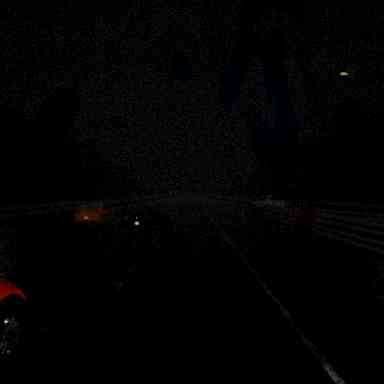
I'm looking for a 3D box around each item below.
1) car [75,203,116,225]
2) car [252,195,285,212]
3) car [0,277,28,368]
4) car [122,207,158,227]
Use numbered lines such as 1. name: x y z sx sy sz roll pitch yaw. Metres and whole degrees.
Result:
1. car: -6.906 1.516 24.195 1.882 1.535 5.008 0 0 0
2. car: 8.880 1.344 38.995 2.150 2.045 5.566 0 0 -11
3. car: -3.402 1.357 2.929 2.097 1.767 4.553 0 0 0
4. car: -3.405 1.638 22.826 1.895 1.301 4.718 0 0 0
